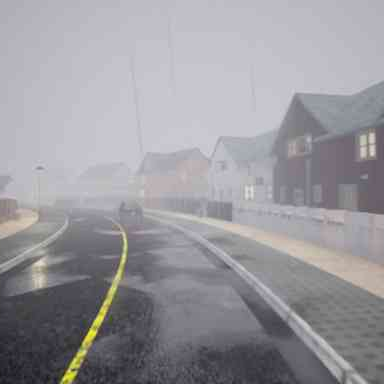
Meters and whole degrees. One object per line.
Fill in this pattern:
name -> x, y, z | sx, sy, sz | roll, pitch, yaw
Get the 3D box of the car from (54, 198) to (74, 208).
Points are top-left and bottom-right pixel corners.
car -> -19.704, 1.657, 51.199 | 1.994, 1.385, 4.181 | 0, 0, -40

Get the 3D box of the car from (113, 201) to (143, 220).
car -> -5.444, 1.478, 27.899 | 2.128, 1.511, 4.902 | 0, 0, -22
